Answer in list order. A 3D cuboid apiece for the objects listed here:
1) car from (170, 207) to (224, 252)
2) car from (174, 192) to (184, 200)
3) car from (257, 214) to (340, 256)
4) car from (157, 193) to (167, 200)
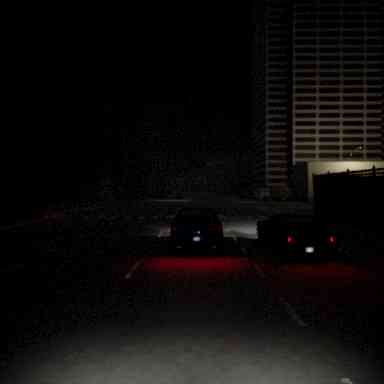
[{"bbox_3d":[0.204,1.348,13.333,1.882,1.535,5.008,0,1,1],"label":"car"},{"bbox_3d":[-2.674,0.832,69.161,1.837,1.490,4.892,0,1,1],"label":"car"},{"bbox_3d":[3.686,1.479,12.511,1.895,1.301,4.718,0,1,1],"label":"car"},{"bbox_3d":[-6.173,0.870,69.265,2.033,1.411,5.357,0,1,1],"label":"car"}]
